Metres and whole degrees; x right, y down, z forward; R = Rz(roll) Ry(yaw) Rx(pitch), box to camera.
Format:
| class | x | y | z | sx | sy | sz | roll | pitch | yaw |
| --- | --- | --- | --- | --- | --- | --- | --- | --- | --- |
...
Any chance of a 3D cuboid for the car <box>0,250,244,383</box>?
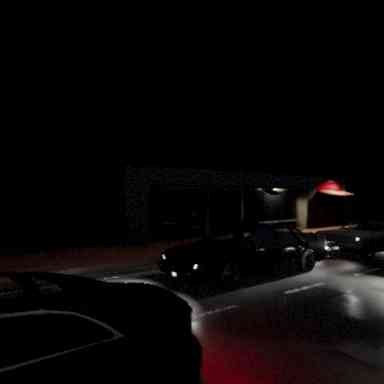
| class | x | y | z | sx | sy | sz | roll | pitch | yaw |
| --- | --- | --- | --- | --- | --- | --- | --- | --- | --- |
| car | -2.173 | 1.489 | 2.432 | 4.902 | 1.511 | 2.128 | 1 | 0 | -35 |

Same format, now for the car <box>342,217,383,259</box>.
| class | x | y | z | sx | sy | sz | roll | pitch | yaw |
| --- | --- | --- | --- | --- | --- | --- | --- | --- | --- |
| car | 6.925 | 1.693 | 13.109 | 4.718 | 1.301 | 1.895 | 0 | 0 | -36 |

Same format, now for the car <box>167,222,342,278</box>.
| class | x | y | z | sx | sy | sz | roll | pitch | yaw |
| --- | --- | --- | --- | --- | --- | --- | --- | --- | --- |
| car | 1.743 | 1.596 | 9.496 | 5.357 | 1.411 | 2.033 | 1 | 0 | -35 |
